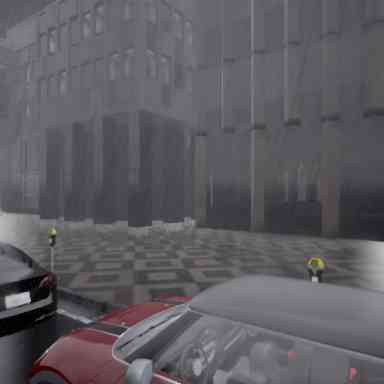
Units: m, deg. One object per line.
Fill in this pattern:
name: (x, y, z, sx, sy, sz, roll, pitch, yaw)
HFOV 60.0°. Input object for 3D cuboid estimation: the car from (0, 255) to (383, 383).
car: (0.473, 1.438, 2.625, 4.097, 1.590, 1.967, 0, 0, 36)

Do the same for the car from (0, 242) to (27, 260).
car: (-4.149, 1.564, 5.922, 4.313, 1.339, 1.947, 0, 0, 36)
